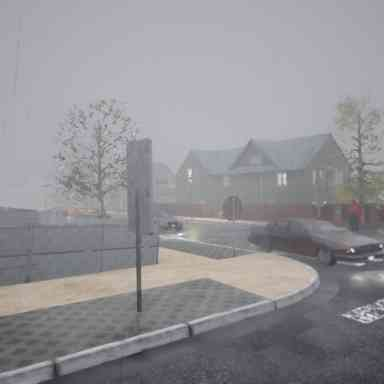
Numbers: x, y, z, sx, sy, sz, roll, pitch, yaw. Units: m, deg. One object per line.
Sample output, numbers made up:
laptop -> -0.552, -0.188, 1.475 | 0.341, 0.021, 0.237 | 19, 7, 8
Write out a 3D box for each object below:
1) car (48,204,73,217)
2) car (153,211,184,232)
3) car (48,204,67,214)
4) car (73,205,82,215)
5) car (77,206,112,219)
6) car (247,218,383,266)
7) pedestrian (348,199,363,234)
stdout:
car -> -18.003, 2.596, 44.728 | 1.837, 1.490, 4.892 | -1, -1, -35
car -> -2.364, 2.014, 22.729 | 1.994, 1.385, 4.181 | -1, -1, -36
car -> -23.036, 2.824, 56.712 | 1.882, 1.535, 5.008 | -1, -1, -36
car -> -16.878, 2.572, 48.097 | 1.882, 1.535, 5.008 | -1, -1, -35
car -> -9.362, 2.299, 32.532 | 1.994, 1.385, 4.181 | -1, -1, -35
car -> 4.306, 1.716, 12.636 | 2.033, 1.411, 5.357 | -1, -1, -28
pedestrian -> 8.557, 1.251, 17.517 | 0.375, 1.860, 0.375 | -3, 2, -36
